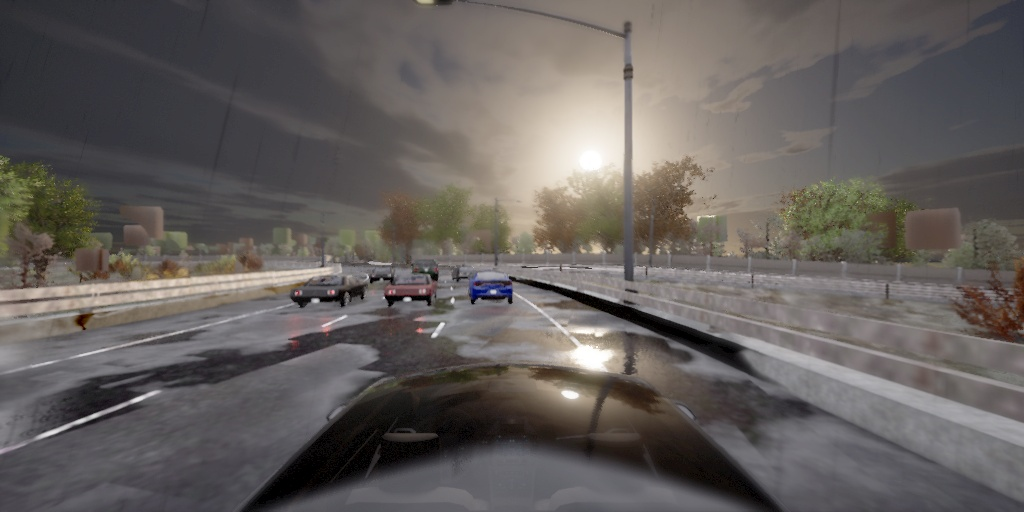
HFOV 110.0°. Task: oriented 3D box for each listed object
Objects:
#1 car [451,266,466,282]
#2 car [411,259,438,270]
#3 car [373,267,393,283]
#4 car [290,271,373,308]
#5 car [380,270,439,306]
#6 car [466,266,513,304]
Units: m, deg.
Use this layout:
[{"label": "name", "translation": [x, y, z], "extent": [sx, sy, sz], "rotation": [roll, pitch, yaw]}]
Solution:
[{"label": "car", "translation": [-4.418, 1.603, 32.993], "extent": [2.033, 1.411, 5.357], "rotation": [0, -1, -16]}, {"label": "car", "translation": [-7.791, 1.265, 32.062], "extent": [2.150, 2.045, 5.566], "rotation": [0, 0, -16]}, {"label": "car", "translation": [-11.182, 1.642, 31.181], "extent": [1.895, 1.301, 4.718], "rotation": [0, -1, -16]}, {"label": "car", "translation": [-8.014, 1.495, 16.279], "extent": [1.895, 1.301, 4.718], "rotation": [0, -1, -8]}, {"label": "car", "translation": [-4.547, 1.499, 16.754], "extent": [1.895, 1.301, 4.718], "rotation": [0, -1, -8]}, {"label": "car", "translation": [-1.140, 1.383, 17.600], "extent": [1.882, 1.535, 5.008], "rotation": [0, 0, -8]}]
